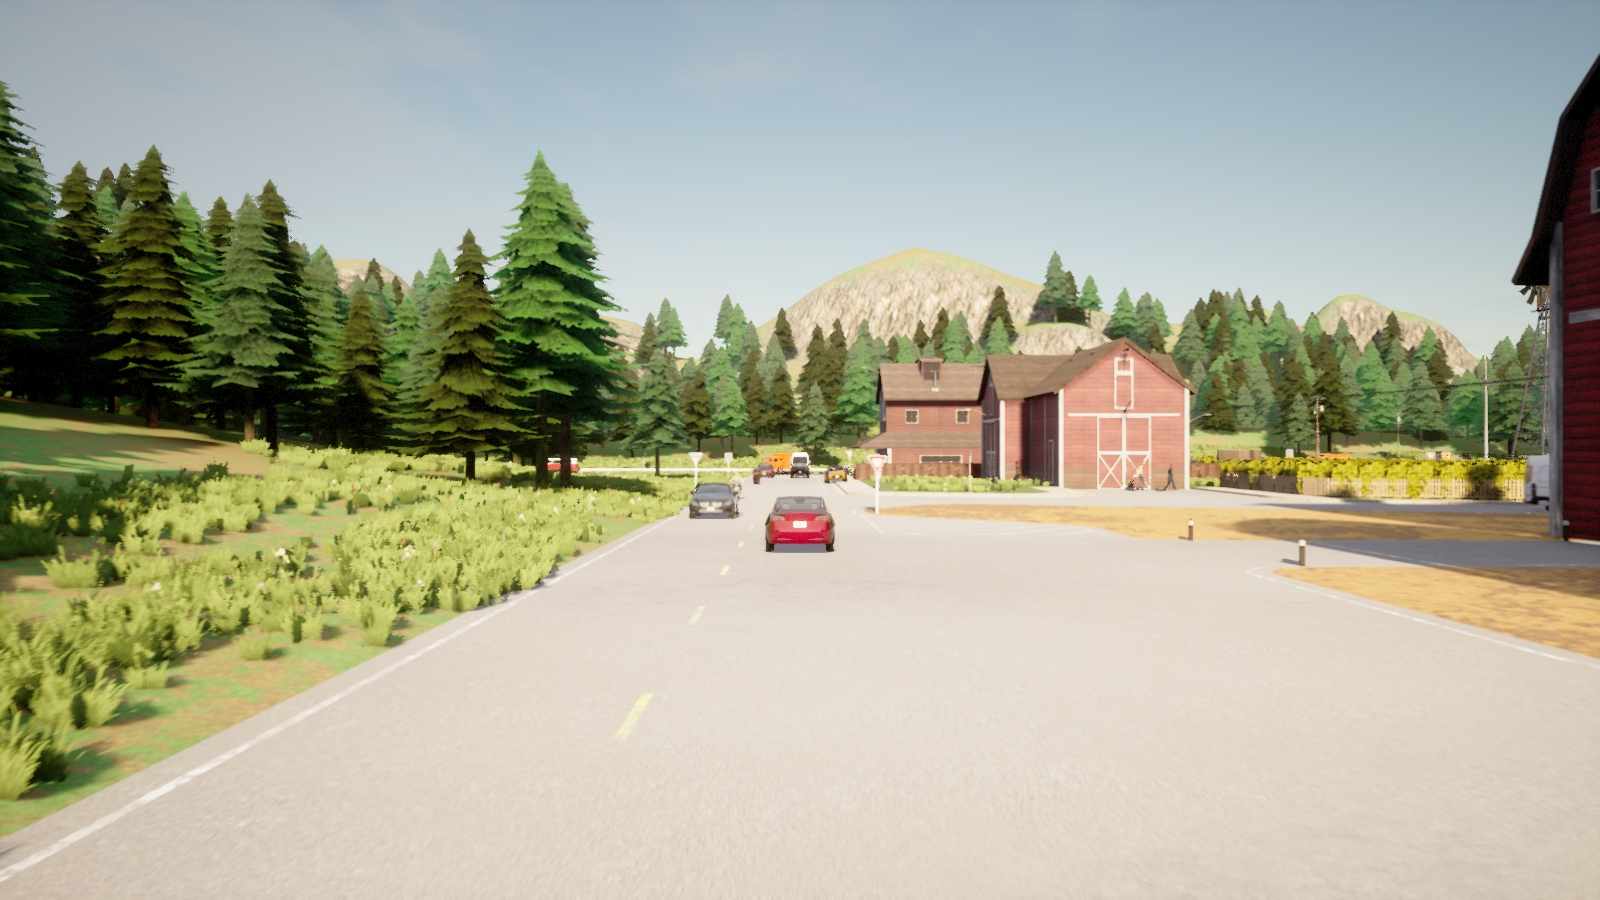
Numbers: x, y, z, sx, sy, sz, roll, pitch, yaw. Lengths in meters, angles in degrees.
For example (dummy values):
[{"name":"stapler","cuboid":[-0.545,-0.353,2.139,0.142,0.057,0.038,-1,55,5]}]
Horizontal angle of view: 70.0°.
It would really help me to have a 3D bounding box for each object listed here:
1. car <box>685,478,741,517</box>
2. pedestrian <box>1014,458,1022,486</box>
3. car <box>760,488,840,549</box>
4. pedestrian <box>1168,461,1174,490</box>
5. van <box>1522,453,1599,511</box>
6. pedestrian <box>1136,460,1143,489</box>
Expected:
[{"name":"car","cuboid":[-3.554,1.941,47.604,2.002,1.442,4.674,0,0,0]},{"name":"pedestrian","cuboid":[14.572,1.468,76.484,0.375,1.860,0.375,0,0,44]},{"name":"car","cuboid":[0.001,1.923,33.303,2.163,1.488,4.792,0,0,0]},{"name":"pedestrian","cuboid":[24.008,1.618,73.911,0.375,1.860,0.375,0,0,22]},{"name":"van","cuboid":[35.829,1.410,50.966,5.915,2.561,1.988,0,0,24]},{"name":"pedestrian","cuboid":[22.186,1.617,74.691,0.375,1.860,0.375,0,0,21]}]
